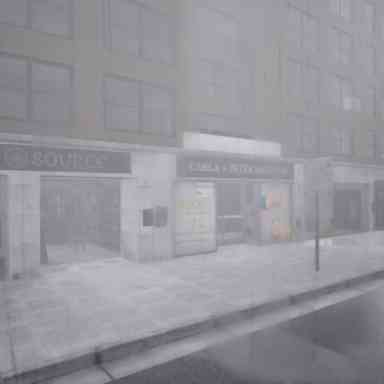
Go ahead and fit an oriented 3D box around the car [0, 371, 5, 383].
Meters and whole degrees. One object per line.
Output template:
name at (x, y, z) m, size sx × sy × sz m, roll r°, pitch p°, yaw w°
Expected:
car at (-3.279, 1.549, 0.721) m, size 5.357 × 1.411 × 2.033 m, roll 0°, pitch 0°, yaw -35°
